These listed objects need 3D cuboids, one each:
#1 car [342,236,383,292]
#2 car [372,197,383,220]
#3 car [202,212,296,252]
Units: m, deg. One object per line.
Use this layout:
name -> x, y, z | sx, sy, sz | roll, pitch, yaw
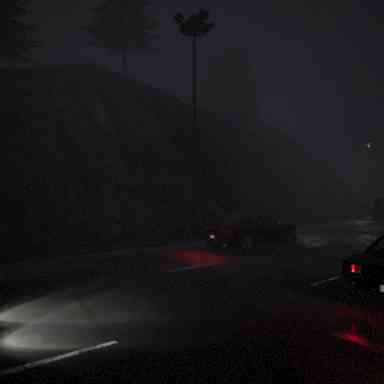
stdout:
car -> 5.628, 1.670, 8.059 | 4.718, 1.301, 1.895 | 0, -1, -40
car -> 18.269, 1.486, 30.733 | 2.150, 2.045, 5.566 | 0, 0, 39
car -> 2.687, 1.628, 14.769 | 5.008, 1.535, 1.882 | 0, 0, -40
